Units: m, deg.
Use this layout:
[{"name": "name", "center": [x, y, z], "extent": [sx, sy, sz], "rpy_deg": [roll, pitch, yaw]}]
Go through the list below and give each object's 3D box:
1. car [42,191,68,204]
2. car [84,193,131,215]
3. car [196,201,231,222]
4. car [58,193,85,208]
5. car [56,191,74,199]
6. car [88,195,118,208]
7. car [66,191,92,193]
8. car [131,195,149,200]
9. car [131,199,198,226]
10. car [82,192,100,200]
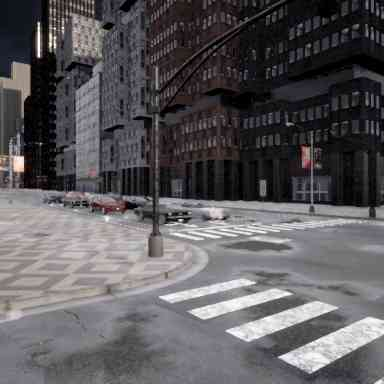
[{"name": "car", "center": [-19.351, 0.875, 46.078], "extent": [2.033, 1.411, 5.357], "rpy_deg": [0, 1, -35]}, {"name": "car", "center": [-7.632, 1.101, 29.720], "extent": [1.882, 1.535, 5.008], "rpy_deg": [0, 1, -36]}, {"name": "car", "center": [0.629, 1.356, 23.805], "extent": [1.895, 1.301, 4.718], "rpy_deg": [0, 1, -36]}, {"name": "car", "center": [-13.128, 1.088, 37.369], "extent": [1.895, 1.301, 4.718], "rpy_deg": [0, 1, -36]}, {"name": "car", "center": [-25.005, 0.572, 65.333], "extent": [2.033, 1.411, 5.357], "rpy_deg": [0, 1, -36]}, {"name": "car", "center": [-10.547, 1.083, 39.344], "extent": [1.895, 1.301, 4.718], "rpy_deg": [0, 1, -36]}, {"name": "car", "center": [-16.506, 0.681, 47.683], "extent": [2.097, 1.767, 4.553], "rpy_deg": [0, 1, -36]}, {"name": "car", "center": [-5.021, 1.096, 31.659], "extent": [1.882, 1.535, 5.008], "rpy_deg": [0, 1, -36]}, {"name": "car", "center": [-1.962, 1.361, 21.841], "extent": [1.895, 1.301, 4.718], "rpy_deg": [0, 1, -36]}, {"name": "car", "center": [-18.993, 0.713, 62.542], "extent": [1.895, 1.301, 4.718], "rpy_deg": [0, 1, -36]}]
